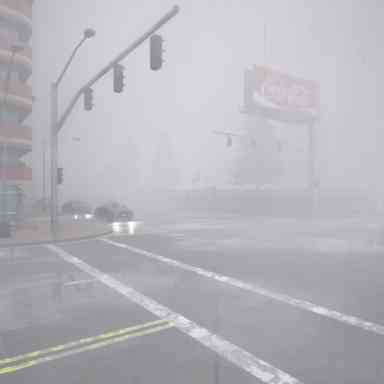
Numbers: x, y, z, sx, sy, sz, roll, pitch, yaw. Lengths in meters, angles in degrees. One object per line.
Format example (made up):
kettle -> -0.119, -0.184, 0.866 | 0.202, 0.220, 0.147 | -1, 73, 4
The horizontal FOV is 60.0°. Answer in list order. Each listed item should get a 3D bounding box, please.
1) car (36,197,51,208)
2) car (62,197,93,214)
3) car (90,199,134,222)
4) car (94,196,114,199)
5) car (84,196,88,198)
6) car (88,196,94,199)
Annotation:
car -> -20.082, 1.478, 45.870 | 1.882, 1.535, 5.008 | 0, 0, -36
car -> -12.094, 1.564, 34.715 | 1.994, 1.385, 4.181 | 0, 0, -36
car -> -6.289, 1.564, 26.639 | 1.994, 1.385, 4.181 | 0, 0, -36
car -> -14.490, 1.505, 56.394 | 1.837, 1.490, 4.892 | 0, 0, -36
car -> -20.558, 1.564, 58.844 | 1.994, 1.385, 4.181 | 0, 0, -36
car -> -19.973, 1.478, 64.027 | 1.882, 1.535, 5.008 | 0, 0, -36
